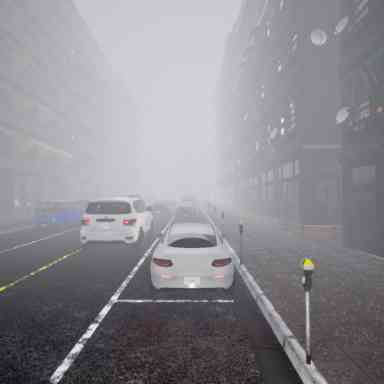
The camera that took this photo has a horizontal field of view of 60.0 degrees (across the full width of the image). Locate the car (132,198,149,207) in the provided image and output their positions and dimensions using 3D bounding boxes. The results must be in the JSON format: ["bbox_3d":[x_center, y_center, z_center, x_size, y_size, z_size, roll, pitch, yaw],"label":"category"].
[{"bbox_3d":[-8.319,1.660,53.938,1.947,1.339,4.313,1,0,0],"label":"car"}]

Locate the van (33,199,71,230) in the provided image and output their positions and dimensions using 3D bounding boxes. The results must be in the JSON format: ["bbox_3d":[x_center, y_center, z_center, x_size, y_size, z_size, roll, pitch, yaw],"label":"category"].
[{"bbox_3d":[-8.311,1.359,20.753,1.690,1.788,3.998,2,0,0],"label":"van"}]

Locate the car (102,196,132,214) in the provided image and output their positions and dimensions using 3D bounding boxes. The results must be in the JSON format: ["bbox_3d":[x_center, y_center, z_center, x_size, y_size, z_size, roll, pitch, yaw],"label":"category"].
[{"bbox_3d":[-8.312,1.366,37.346,2.192,1.841,5.009,1,0,0],"label":"car"}]

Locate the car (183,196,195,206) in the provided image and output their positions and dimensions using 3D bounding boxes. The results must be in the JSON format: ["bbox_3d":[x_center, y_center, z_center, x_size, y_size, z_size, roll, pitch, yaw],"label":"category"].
[{"bbox_3d":[-0.471,1.553,59.411,1.967,1.590,4.097,1,0,0],"label":"car"}]

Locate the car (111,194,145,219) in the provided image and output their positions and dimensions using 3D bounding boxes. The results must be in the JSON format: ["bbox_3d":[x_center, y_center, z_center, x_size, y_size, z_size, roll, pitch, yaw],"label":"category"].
[{"bbox_3d":[-5.866,1.258,31.169,2.150,2.045,5.566,0,0,0],"label":"car"}]

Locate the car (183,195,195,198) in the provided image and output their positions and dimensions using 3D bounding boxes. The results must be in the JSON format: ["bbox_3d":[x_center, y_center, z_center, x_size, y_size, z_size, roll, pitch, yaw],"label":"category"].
[{"bbox_3d":[-0.427,1.490,37.286,1.967,1.590,4.097,1,0,0],"label":"car"}]

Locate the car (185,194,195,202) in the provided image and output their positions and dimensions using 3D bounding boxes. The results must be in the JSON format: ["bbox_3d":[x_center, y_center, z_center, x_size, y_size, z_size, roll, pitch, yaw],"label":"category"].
[{"bbox_3d":[-0.469,1.521,81.536,2.192,1.841,5.009,1,0,0],"label":"car"}]

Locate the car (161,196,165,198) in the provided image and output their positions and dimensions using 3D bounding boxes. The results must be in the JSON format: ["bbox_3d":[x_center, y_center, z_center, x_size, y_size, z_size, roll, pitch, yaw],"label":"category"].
[{"bbox_3d":[-2.927,1.637,46.549,1.994,1.385,4.181,0,0,0],"label":"car"}]

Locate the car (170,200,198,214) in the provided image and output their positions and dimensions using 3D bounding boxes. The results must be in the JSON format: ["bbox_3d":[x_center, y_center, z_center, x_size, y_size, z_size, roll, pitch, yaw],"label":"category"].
[{"bbox_3d":[-0.437,1.572,26.224,1.887,1.381,4.507,1,0,0],"label":"car"}]

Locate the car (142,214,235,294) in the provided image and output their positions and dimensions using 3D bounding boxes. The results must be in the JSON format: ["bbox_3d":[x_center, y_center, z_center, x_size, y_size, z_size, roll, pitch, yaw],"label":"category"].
[{"bbox_3d":[0.003,1.531,8.653,1.812,1.442,4.674,0,0,0],"label":"car"}]

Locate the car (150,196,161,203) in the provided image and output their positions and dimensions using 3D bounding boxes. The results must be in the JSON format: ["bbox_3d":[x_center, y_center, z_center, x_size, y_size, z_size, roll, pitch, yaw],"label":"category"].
[{"bbox_3d":[-8.320,1.725,76.059,1.887,1.381,4.507,1,0,0],"label":"car"}]

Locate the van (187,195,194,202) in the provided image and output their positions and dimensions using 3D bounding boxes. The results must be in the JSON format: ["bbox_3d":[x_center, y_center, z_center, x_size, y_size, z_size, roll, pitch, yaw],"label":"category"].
[{"bbox_3d":[-0.470,1.576,87.068,1.690,1.788,3.998,1,0,0],"label":"van"}]

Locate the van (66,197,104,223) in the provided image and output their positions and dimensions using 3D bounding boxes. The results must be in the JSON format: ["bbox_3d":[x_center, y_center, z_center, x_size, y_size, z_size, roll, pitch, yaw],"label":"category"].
[{"bbox_3d":[-8.313,1.368,26.285,1.690,1.788,3.998,1,0,0],"label":"van"}]

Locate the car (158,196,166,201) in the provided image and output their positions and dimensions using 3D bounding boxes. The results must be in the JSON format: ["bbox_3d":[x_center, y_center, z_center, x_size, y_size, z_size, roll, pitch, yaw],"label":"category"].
[{"bbox_3d":[-8.322,1.847,92.652,1.802,1.307,4.206,1,0,0],"label":"car"}]

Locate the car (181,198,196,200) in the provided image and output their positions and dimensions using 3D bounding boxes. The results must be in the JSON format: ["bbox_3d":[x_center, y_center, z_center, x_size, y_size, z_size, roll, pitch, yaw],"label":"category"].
[{"bbox_3d":[-0.437,1.583,31.754,1.887,1.381,4.507,1,0,0],"label":"car"}]

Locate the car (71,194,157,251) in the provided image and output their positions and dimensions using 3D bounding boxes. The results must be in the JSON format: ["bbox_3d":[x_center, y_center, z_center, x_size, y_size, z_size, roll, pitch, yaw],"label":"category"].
[{"bbox_3d":[-3.021,1.233,14.324,2.150,2.045,5.566,0,0,0],"label":"car"}]

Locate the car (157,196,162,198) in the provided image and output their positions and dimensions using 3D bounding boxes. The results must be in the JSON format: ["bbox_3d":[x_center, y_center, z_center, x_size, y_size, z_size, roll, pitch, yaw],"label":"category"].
[{"bbox_3d":[-8.314,1.471,70.528,2.192,1.841,5.009,1,0,0],"label":"car"}]

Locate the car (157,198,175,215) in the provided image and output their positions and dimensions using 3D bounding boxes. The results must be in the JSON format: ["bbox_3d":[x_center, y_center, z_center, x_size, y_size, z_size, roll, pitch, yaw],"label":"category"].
[{"bbox_3d":[-2.927,1.562,31.395,1.812,1.442,4.674,0,0,0],"label":"car"}]
